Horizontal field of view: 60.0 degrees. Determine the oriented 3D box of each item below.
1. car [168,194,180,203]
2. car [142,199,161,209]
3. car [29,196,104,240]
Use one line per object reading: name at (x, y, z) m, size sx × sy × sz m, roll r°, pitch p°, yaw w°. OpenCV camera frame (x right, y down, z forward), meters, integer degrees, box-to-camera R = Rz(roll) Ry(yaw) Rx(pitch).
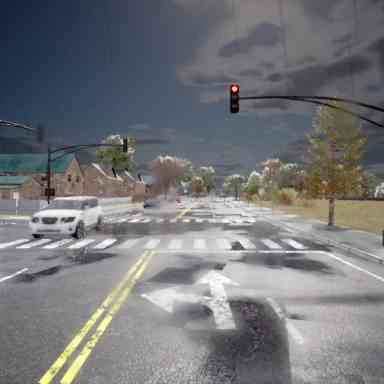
car at (-3.787, 1.361, 71.670) m, size 2.150 × 2.045 × 5.566 m, roll 0°, pitch 0°, yaw 4°
car at (-5.420, 1.616, 45.607) m, size 2.033 × 1.411 × 5.357 m, roll 0°, pitch 0°, yaw 3°
car at (-6.349, 1.253, 17.592) m, size 2.150 × 2.045 × 5.566 m, roll 0°, pitch 0°, yaw 1°
